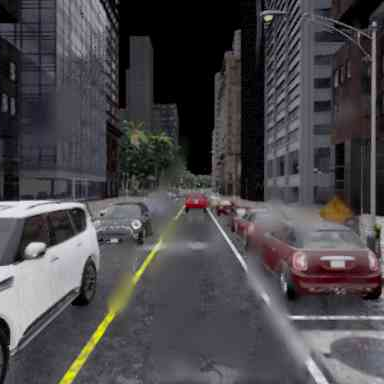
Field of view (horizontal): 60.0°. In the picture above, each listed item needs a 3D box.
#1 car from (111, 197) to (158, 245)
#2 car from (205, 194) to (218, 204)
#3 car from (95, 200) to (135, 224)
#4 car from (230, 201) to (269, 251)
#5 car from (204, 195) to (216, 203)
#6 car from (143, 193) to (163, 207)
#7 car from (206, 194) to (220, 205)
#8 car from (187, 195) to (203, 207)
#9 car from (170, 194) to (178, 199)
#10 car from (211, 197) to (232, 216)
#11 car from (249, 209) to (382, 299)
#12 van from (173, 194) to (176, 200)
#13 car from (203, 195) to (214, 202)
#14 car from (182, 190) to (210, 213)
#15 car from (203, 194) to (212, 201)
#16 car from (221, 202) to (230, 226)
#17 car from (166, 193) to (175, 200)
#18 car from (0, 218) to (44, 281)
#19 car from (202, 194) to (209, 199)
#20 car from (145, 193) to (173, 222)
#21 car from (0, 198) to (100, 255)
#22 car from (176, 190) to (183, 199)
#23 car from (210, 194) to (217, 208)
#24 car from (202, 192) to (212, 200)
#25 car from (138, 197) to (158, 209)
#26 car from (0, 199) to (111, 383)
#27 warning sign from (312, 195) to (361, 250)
[{"bbox_3d":[-2.964,1.270,15.044,2.097,1.767,4.553,0,0,1],"label":"car"},{"bbox_3d":[3.289,1.173,57.170,1.967,1.590,4.097,0,0,1],"label":"car"},{"bbox_3d":[-5.544,1.391,24.539,1.752,1.417,4.829,0,0,1],"label":"car"},{"bbox_3d":[2.880,1.375,13.773,1.967,1.590,4.097,0,0,1],"label":"car"},{"bbox_3d":[3.340,1.255,62.596,1.887,1.381,4.507,0,0,1],"label":"car"},{"bbox_3d":[-5.338,1.079,46.411,2.192,1.841,5.009,0,0,1],"label":"car"},{"bbox_3d":[3.238,1.196,51.745,1.967,1.590,4.097,0,0,1],"label":"car"},{"bbox_3d":[0.469,1.260,48.001,2.128,1.511,4.902,0,0,1],"label":"car"},{"bbox_3d":[-4.928,1.162,89.818,1.802,1.307,4.206,0,0,1],"label":"car"},{"bbox_3d":[3.033,1.399,30.047,1.887,1.381,4.507,0,0,1],"label":"car"},{"bbox_3d":[2.828,1.402,8.348,1.967,1.590,4.097,0,0,1],"label":"car"},{"bbox_3d":[-5.082,0.991,73.540,1.690,1.788,3.998,0,0,1],"label":"van"},{"bbox_3d":[3.392,1.238,68.020,2.008,1.369,4.403,0,0,1],"label":"car"},{"bbox_3d":[0.420,1.049,34.828,2.150,2.045,5.566,0,0,0],"label":"car"},{"bbox_3d":[3.445,1.190,73.615,1.752,1.417,4.829,0,0,1],"label":"car"},{"bbox_3d":[2.931,1.489,19.198,1.802,1.307,4.206,0,0,1],"label":"car"},{"bbox_3d":[-5.030,1.067,78.966,1.967,1.590,4.097,0,0,1],"label":"car"},{"bbox_3d":[-5.696,1.513,8.432,1.947,1.339,4.313,0,0,1],"label":"car"},{"bbox_3d":[3.597,1.161,89.720,1.947,1.339,4.313,0,0,1],"label":"car"},{"bbox_3d":[-2.856,1.219,25.245,2.097,1.767,4.553,0,0,1],"label":"car"},{"bbox_3d":[-5.645,1.234,13.856,2.192,1.841,5.009,0,0,1],"label":"car"},{"bbox_3d":[-2.268,0.624,78.504,2.150,2.045,5.566,0,0,1],"label":"car"},{"bbox_3d":[3.137,1.328,41.067,1.752,1.417,4.829,0,0,1],"label":"car"},{"bbox_3d":[3.494,0.957,78.869,2.192,1.841,5.009,0,0,1],"label":"car"},{"bbox_3d":[-5.389,1.370,40.986,1.802,1.307,4.206,0,0,1],"label":"car"},{"bbox_3d":[-3.063,1.191,5.018,2.150,2.045,5.566,0,0,1],"label":"car"},{"bbox_3d":[5.175,1.063,11.994,1.300,1.860,1.060,0,0,1],"label":"warning sign"}]
